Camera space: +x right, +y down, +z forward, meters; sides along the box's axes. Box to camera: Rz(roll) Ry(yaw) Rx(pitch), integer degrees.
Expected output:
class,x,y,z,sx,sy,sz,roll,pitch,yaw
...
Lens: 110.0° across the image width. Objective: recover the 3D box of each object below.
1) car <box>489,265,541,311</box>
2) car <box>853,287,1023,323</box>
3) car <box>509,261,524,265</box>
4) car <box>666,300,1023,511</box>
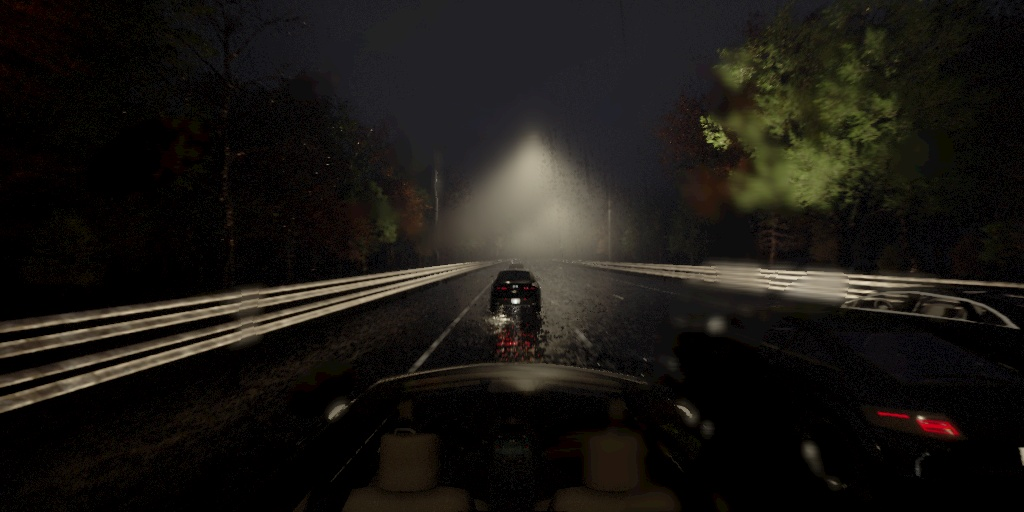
class,x,y,z,sx,sy,sz,roll,pitch,yaw
car,0.138,1.288,14.690,1.837,1.490,4.892,0,0,0
car,7.103,1.257,5.976,2.128,1.511,4.902,0,0,0
car,0.583,1.355,47.435,2.128,1.511,4.902,0,0,1
car,3.602,1.323,4.420,1.994,1.385,4.181,0,0,0
